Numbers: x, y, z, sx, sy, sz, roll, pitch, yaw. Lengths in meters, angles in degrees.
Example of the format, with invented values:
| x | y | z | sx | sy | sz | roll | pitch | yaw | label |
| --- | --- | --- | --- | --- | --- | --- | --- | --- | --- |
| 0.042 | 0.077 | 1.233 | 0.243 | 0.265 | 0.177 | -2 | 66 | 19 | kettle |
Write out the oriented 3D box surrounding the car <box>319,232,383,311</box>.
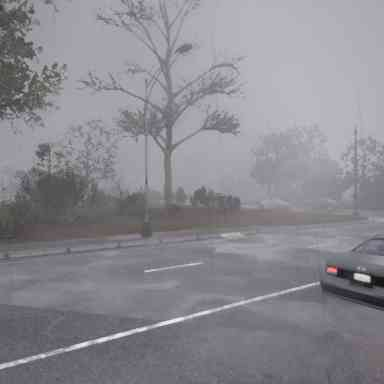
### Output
| x | y | z | sx | sy | sz | roll | pitch | yaw | label |
| --- | --- | --- | --- | --- | --- | --- | --- | --- | --- |
| 5.032 | 1.539 | 7.217 | 5.357 | 1.411 | 2.033 | 0 | 0 | -35 | car |

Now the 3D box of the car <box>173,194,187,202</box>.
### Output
| x | y | z | sx | sy | sz | roll | pitch | yaw | label |
| --- | --- | --- | --- | --- | --- | --- | --- | --- | --- |
| -2.994 | 1.441 | 69.190 | 2.150 | 2.045 | 5.566 | 0 | -1 | -23 | car |

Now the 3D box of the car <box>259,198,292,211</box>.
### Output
| x | y | z | sx | sy | sz | roll | pitch | yaw | label |
| --- | --- | --- | --- | --- | --- | --- | --- | --- | --- |
| 10.144 | 1.511 | 40.980 | 1.812 | 1.442 | 4.674 | 0 | 0 | -28 | car |

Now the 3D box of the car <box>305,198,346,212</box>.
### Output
| x | y | z | sx | sy | sz | roll | pitch | yaw | label |
| --- | --- | --- | --- | --- | --- | --- | --- | --- | --- |
| 15.382 | 1.476 | 38.606 | 1.837 | 1.490 | 4.892 | 0 | 0 | -29 | car |
